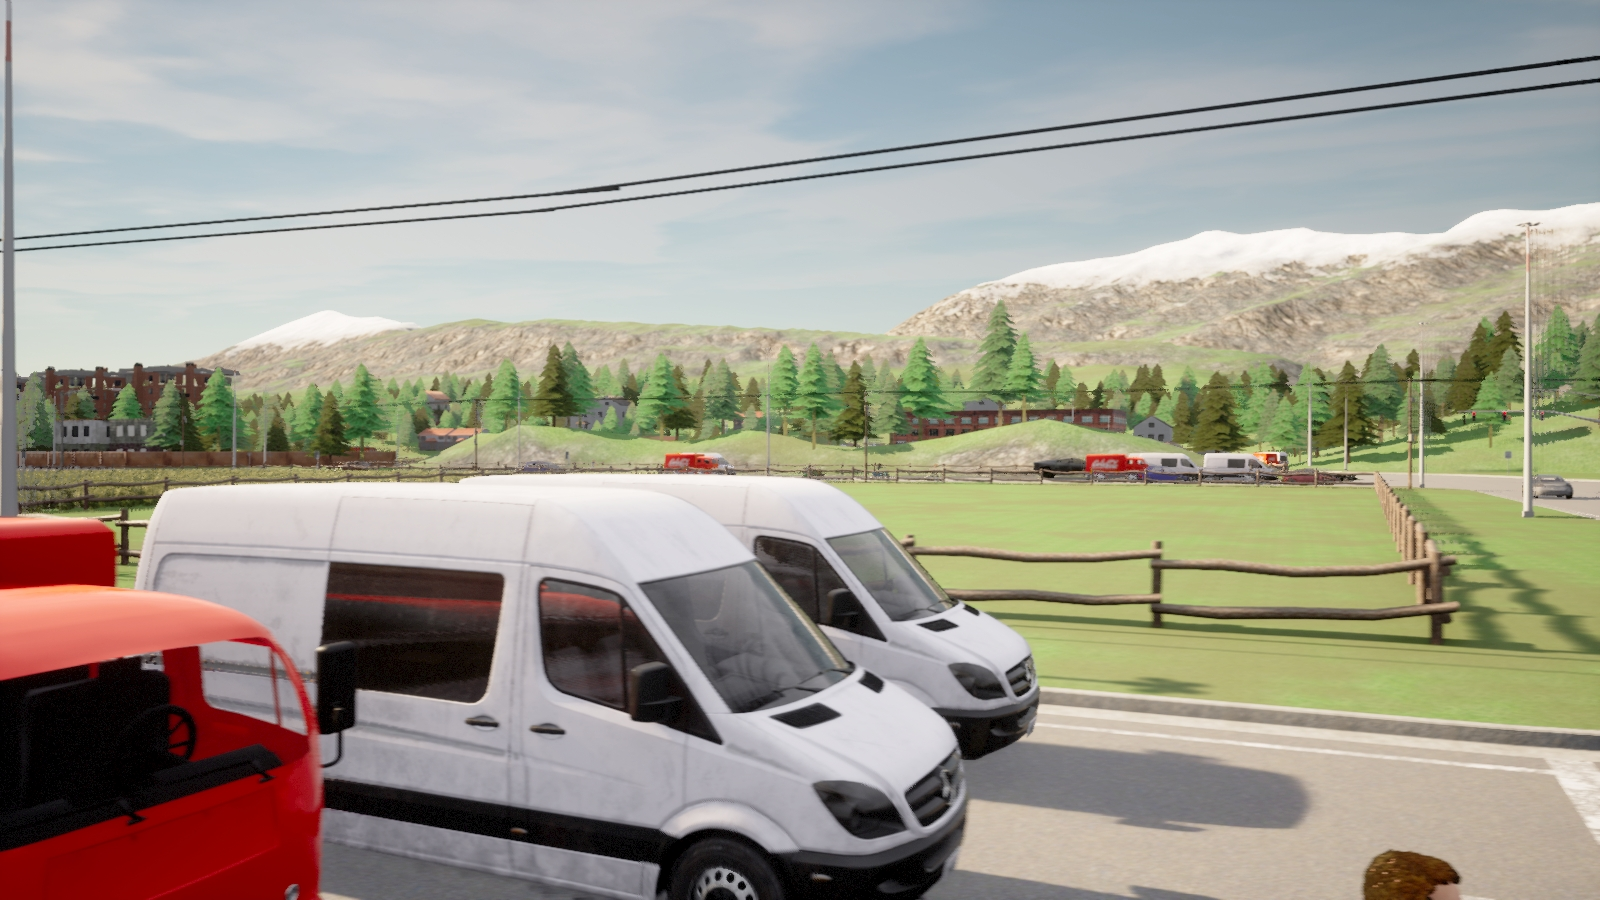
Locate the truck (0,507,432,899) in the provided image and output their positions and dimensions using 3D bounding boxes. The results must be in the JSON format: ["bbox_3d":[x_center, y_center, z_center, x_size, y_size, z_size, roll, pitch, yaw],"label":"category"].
[{"bbox_3d":[-4.658,1.571,5.263,5.204,2.467,2.627,0,0,24],"label":"truck"}]

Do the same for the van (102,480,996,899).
[{"bbox_3d":[-1.814,1.537,7.797,5.915,2.561,1.988,0,0,23],"label":"van"}]

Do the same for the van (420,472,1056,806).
[{"bbox_3d":[-0.673,1.538,11.118,5.915,2.561,1.988,0,0,23],"label":"van"}]
